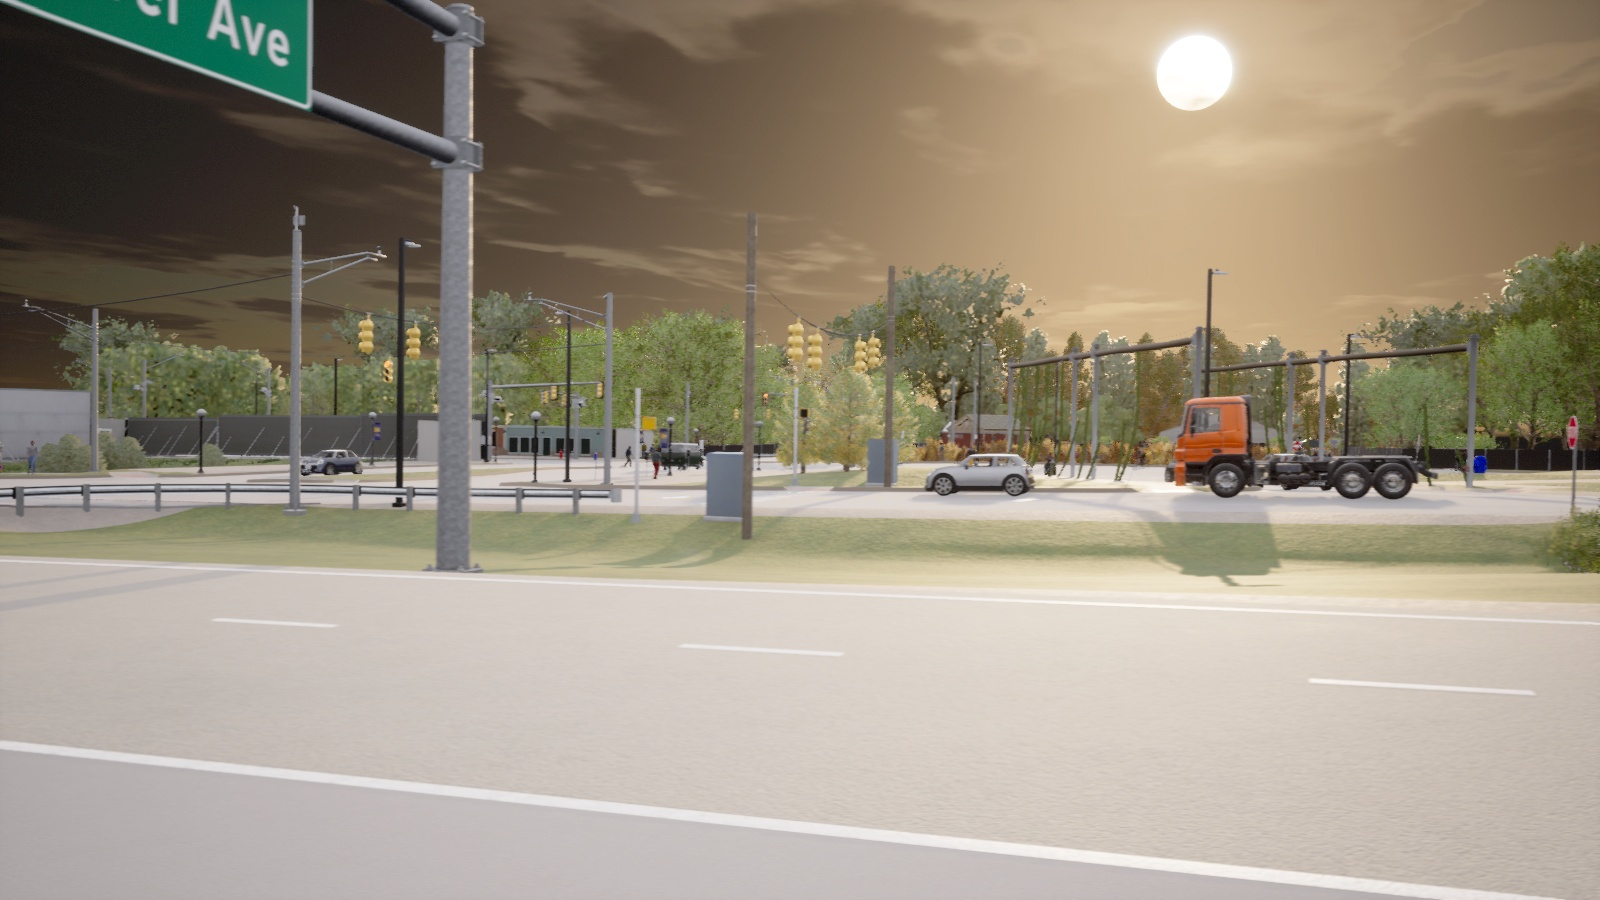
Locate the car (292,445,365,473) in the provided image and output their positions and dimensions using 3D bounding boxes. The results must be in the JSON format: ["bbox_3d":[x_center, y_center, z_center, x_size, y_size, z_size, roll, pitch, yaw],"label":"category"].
[{"bbox_3d":[-26.972,0.497,71.909,1.970,1.475,3.806,1,1,18],"label":"car"}]

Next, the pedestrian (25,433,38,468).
[{"bbox_3d":[-40.908,0.016,66.861,0.706,1.836,0.354,2,2,37],"label":"pedestrian"}]

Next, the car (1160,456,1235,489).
[{"bbox_3d":[19.044,1.063,60.279,1.970,1.475,3.806,1,0,-8],"label":"car"}]

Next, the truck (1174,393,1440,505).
[{"bbox_3d":[16.707,-0.049,41.761,7.936,3.462,2.891,0,1,22],"label":"truck"}]

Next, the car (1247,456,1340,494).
[{"bbox_3d":[20.105,1.006,51.315,1.970,1.475,3.806,1,-1,-6],"label":"car"}]

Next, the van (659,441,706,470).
[{"bbox_3d":[-8.364,0.437,89.692,1.775,1.987,4.442,1,-1,17],"label":"van"}]

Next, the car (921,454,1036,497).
[{"bbox_3d":[6.444,0.887,45.180,3.806,1.475,1.970,0,1,18],"label":"car"}]

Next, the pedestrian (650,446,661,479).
[{"bbox_3d":[-8.132,0.688,70.735,0.353,1.847,0.614,2,1,16],"label":"pedestrian"}]
